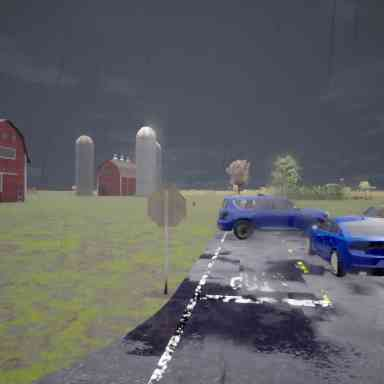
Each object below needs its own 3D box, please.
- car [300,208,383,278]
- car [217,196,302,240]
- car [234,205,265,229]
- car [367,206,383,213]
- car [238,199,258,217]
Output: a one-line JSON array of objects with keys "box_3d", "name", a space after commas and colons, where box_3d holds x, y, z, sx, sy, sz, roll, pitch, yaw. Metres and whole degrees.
[{"box_3d": [4.875, 1.480, 10.132, 1.882, 1.535, 5.008, 0, 0, 6], "name": "car"}, {"box_3d": [4.020, 1.218, 16.464, 5.566, 2.045, 2.150, 0, 0, 4], "name": "car"}, {"box_3d": [3.881, 1.599, 22.673, 1.895, 1.301, 4.718, 0, 0, 9], "name": "car"}, {"box_3d": [8.523, 1.368, 14.751, 2.097, 1.767, 4.553, 0, 0, -33], "name": "car"}, {"box_3d": [5.558, 1.500, 32.976, 1.837, 1.490, 4.892, 0, 0, 9], "name": "car"}]
